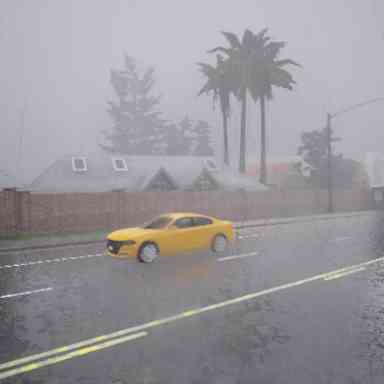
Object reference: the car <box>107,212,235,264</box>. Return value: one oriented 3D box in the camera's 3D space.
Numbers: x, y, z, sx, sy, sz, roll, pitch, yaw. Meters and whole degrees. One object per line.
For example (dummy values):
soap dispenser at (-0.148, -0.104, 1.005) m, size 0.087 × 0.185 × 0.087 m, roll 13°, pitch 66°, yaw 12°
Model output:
car at (-0.641, 1.531, 12.312) m, size 5.008 × 1.535 × 1.882 m, roll 0°, pitch 0°, yaw -37°
